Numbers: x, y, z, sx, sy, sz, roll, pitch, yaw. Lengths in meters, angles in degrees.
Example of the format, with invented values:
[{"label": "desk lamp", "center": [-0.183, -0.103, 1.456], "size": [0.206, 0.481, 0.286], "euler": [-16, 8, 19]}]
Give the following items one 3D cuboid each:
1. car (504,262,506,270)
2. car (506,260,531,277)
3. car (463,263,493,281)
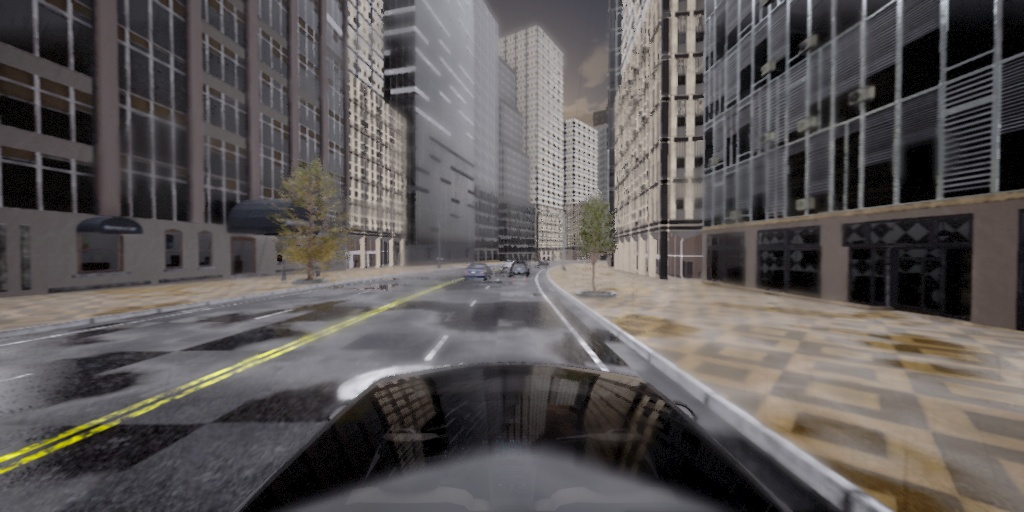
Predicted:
[{"label": "car", "center": [-0.067, 1.285, 53.331], "size": [1.812, 1.442, 4.674], "euler": [0, 0, 9]}, {"label": "car", "center": [0.872, 1.294, 35.840], "size": [2.033, 1.649, 4.856], "euler": [0, 0, 5]}, {"label": "car", "center": [-2.720, 1.291, 29.619], "size": [2.033, 1.411, 5.357], "euler": [0, 0, 3]}]
